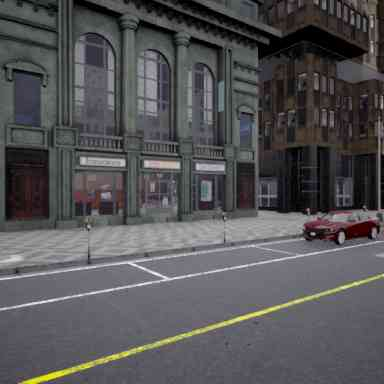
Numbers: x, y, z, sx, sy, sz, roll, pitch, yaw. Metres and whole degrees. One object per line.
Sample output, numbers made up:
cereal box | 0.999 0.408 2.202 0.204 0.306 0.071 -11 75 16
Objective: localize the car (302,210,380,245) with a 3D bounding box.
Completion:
car | 6.996 1.547 15.505 4.507 1.381 1.887 0 0 -35
